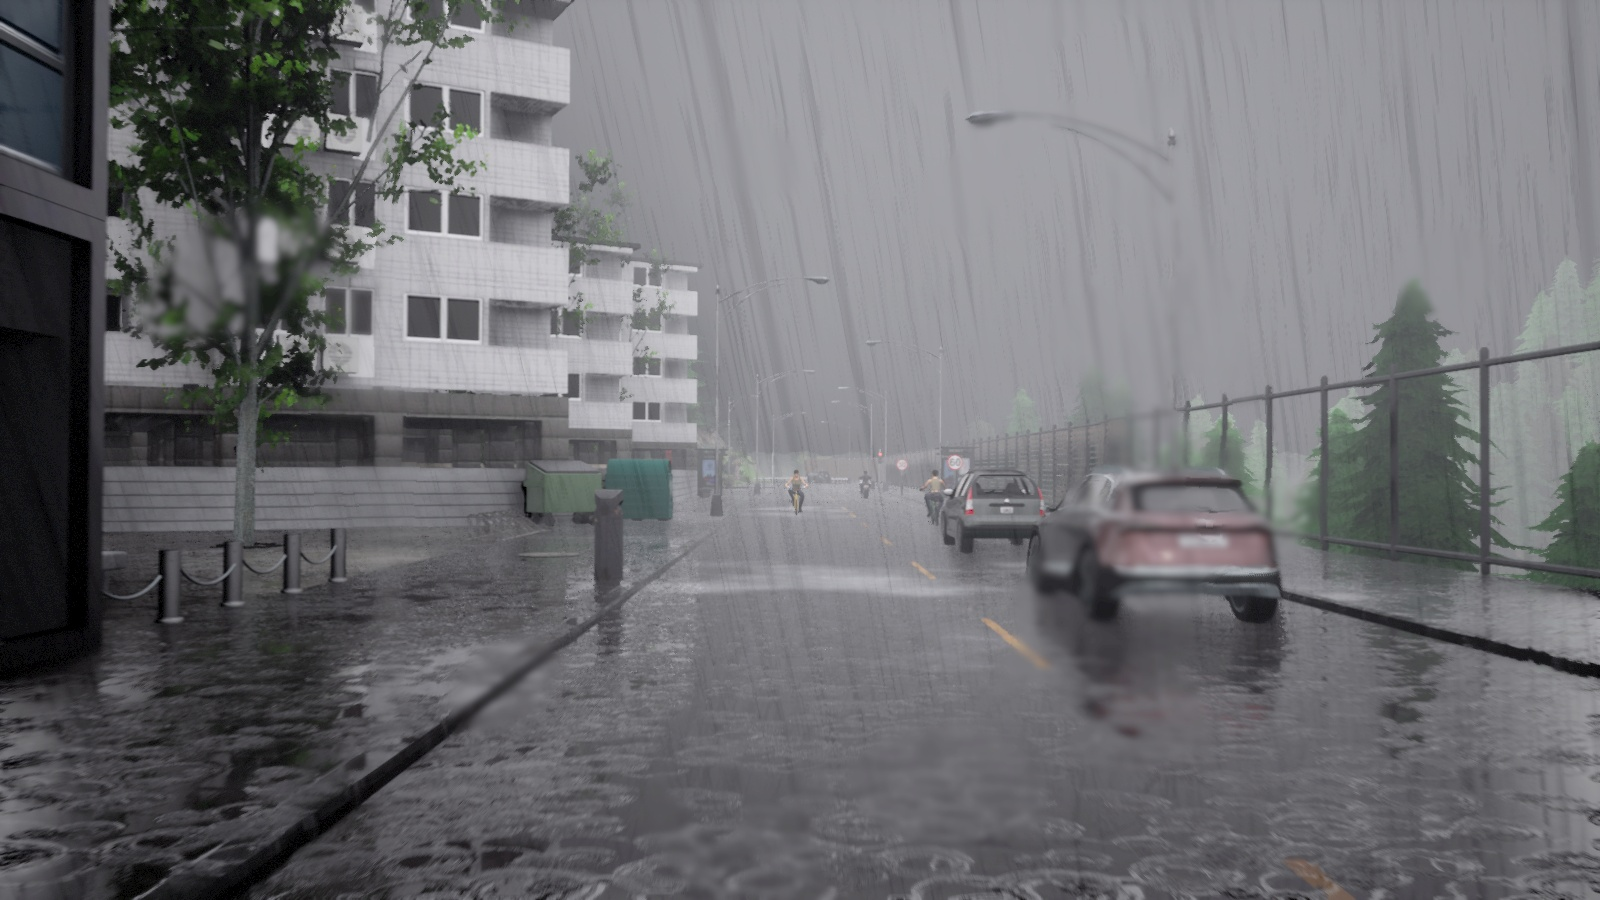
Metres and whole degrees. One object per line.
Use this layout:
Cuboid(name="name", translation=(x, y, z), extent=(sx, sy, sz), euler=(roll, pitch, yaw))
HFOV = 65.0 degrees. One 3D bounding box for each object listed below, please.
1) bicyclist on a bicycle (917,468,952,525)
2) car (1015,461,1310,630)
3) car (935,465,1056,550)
Cuboid(name="bicyclist on a bicycle", translation=(3.900, 1.347, 36.499), extent=(0.866, 1.612, 1.509), euler=(0, -1, 0))
Cuboid(name="car", translation=(3.960, 0.975, 14.723), extent=(2.033, 1.649, 4.856), euler=(0, -1, 0))
Cuboid(name="car", translation=(3.932, 1.130, 25.881), extent=(1.851, 1.617, 3.988), euler=(0, -1, 0))
